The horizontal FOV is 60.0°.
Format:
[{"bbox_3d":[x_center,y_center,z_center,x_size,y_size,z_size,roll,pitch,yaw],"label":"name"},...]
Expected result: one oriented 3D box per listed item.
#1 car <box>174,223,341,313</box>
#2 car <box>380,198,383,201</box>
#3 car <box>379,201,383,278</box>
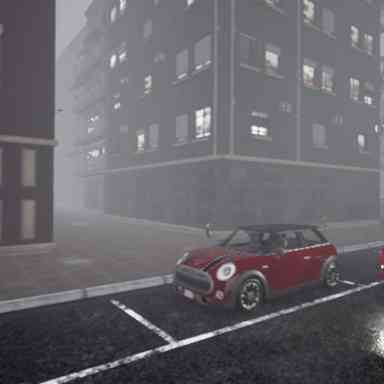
[{"bbox_3d":[1.570,1.490,7.680,4.097,1.590,1.967,1,0,-35],"label":"car"},{"bbox_3d":[19.965,1.587,35.024,2.192,1.841,5.009,1,0,-36],"label":"car"},{"bbox_3d":[6.972,1.313,8.348,5.566,2.045,2.150,1,0,-35],"label":"car"}]
